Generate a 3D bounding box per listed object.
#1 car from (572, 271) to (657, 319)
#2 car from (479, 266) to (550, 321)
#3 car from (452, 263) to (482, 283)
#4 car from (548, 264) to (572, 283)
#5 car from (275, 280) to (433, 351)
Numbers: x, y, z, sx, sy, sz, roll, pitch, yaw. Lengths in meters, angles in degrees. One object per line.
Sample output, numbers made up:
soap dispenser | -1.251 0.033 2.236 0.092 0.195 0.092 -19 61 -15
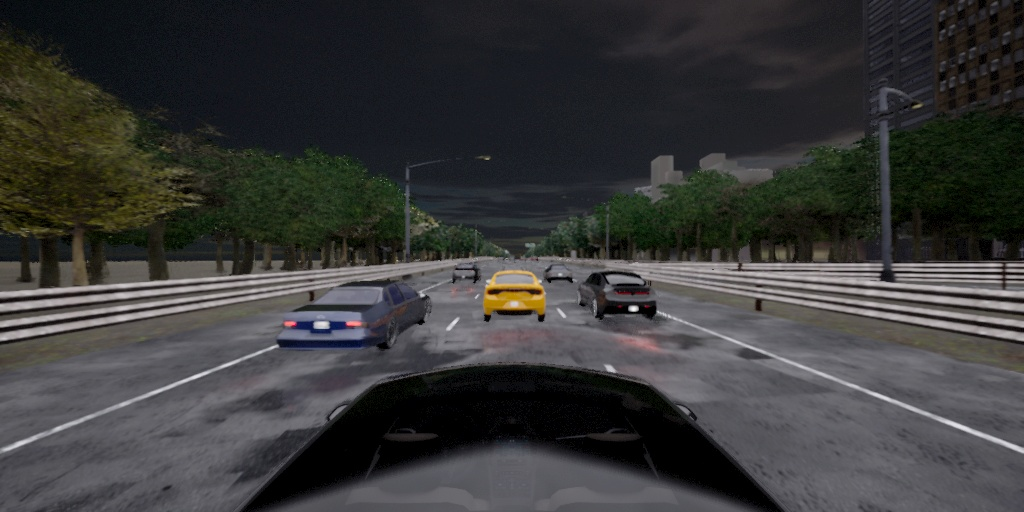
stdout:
car | 3.572 1.278 12.907 1.837 1.490 4.892 0 0 0
car | 0.073 1.249 12.626 1.882 1.535 5.008 0 -1 0
car | -3.425 1.267 27.794 2.128 1.511 4.902 0 0 0
car | 3.580 1.337 28.424 1.994 1.385 4.181 0 0 0
car | -3.456 1.312 9.049 2.033 1.411 5.357 0 0 0
